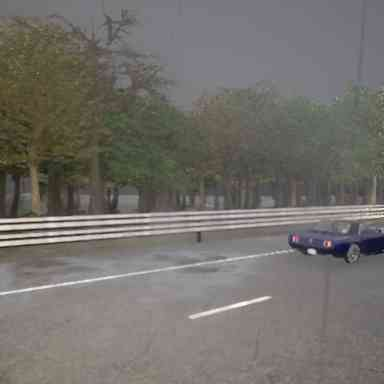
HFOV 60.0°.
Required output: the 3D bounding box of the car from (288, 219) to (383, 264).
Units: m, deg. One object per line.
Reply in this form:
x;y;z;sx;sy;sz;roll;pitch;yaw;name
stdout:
5.709;1.626;11.879;4.718;1.301;1.895;0;0;-33;car
